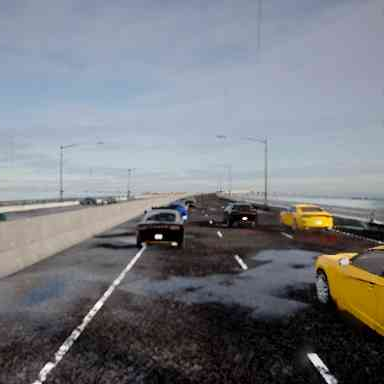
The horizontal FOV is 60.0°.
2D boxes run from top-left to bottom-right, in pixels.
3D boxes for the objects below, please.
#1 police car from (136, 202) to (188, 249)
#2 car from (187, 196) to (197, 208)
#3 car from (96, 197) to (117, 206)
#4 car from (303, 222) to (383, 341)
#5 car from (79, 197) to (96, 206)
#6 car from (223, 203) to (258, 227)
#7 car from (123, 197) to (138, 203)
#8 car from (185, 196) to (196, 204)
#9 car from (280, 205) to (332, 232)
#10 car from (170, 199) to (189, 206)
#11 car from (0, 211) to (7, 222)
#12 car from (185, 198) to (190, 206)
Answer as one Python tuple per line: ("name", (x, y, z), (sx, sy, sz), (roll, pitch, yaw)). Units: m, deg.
("police car", (-1.264, 1.458, 14.878), (1.930, 1.638, 5.238), (0, 0, -1))
("car", (-0.364, 1.584, 49.469), (2.128, 1.511, 4.902), (0, 0, 0))
("car", (-14.395, 1.589, 57.799), (2.128, 1.511, 4.902), (0, 0, 1))
("car", (3.512, 1.492, 4.954), (1.882, 1.535, 5.008), (0, 0, -1))
("car", (-17.886, 1.572, 57.439), (1.882, 1.535, 5.008), (0, 0, 1))
("car", (3.318, 1.531, 23.419), (1.882, 1.535, 5.008), (0, 0, 0))
("car", (-10.875, 1.649, 59.558), (2.033, 1.411, 5.357), (0, 0, 1))
("car", (-0.278, 1.607, 66.592), (2.128, 1.511, 4.902), (0, 0, 1))
("car", (6.840, 1.527, 20.473), (1.882, 1.535, 5.008), (0, 0, -1))
("car", (-1.348, 1.530, 24.753), (1.882, 1.535, 5.008), (0, 0, 0))
("car", (-10.816, 1.381, 15.749), (2.097, 1.767, 4.553), (0, 0, -1))
("car", (-1.382, 1.568, 30.744), (1.837, 1.490, 4.892), (0, 0, 0))
